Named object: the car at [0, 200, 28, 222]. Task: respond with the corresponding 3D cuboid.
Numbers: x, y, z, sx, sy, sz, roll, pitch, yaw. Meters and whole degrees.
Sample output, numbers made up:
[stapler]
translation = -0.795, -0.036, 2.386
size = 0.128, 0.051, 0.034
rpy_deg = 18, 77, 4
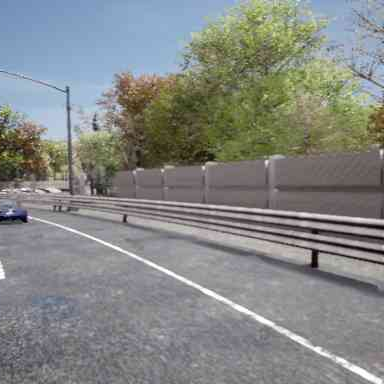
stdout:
[car]
translation = -11.785, 1.185, 20.892
size = 1.994, 1.385, 4.181
rpy_deg = -3, 2, -38
